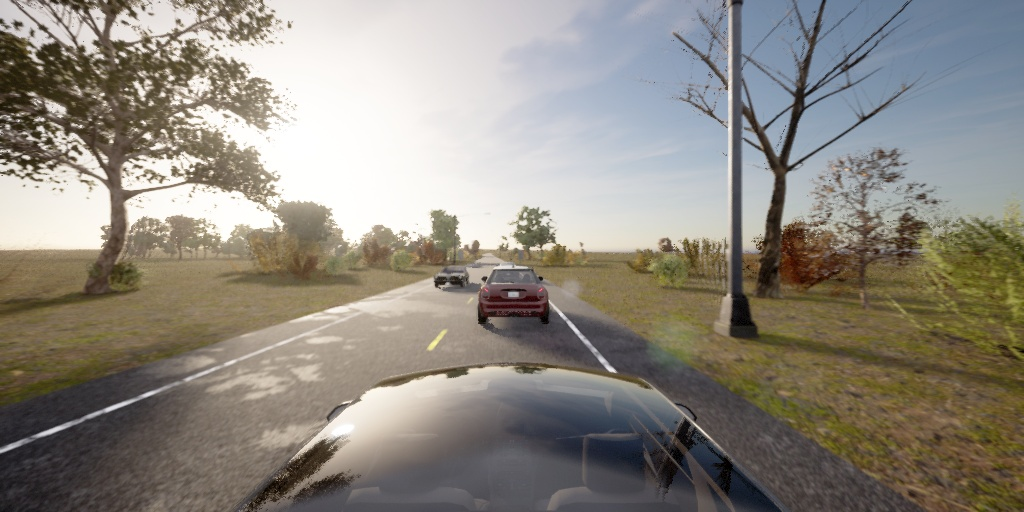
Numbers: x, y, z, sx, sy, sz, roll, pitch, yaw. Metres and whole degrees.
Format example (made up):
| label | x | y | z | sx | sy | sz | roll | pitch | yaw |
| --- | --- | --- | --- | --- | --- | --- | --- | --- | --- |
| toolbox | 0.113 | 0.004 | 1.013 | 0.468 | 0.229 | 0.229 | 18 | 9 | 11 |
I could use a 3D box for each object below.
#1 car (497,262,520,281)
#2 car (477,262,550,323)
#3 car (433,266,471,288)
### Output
| label | x | y | z | sx | sy | sz | roll | pitch | yaw |
| --- | --- | --- | --- | --- | --- | --- | --- | --- | --- |
| car | -0.363 | 1.260 | 30.576 | 1.812 | 1.442 | 4.674 | 0 | 0 | -2 |
| car | 0.023 | 1.099 | 12.187 | 2.097 | 1.767 | 4.553 | 0 | 0 | -1 |
| car | -3.863 | 1.343 | 23.613 | 1.895 | 1.301 | 4.718 | 0 | 0 | -1 |
